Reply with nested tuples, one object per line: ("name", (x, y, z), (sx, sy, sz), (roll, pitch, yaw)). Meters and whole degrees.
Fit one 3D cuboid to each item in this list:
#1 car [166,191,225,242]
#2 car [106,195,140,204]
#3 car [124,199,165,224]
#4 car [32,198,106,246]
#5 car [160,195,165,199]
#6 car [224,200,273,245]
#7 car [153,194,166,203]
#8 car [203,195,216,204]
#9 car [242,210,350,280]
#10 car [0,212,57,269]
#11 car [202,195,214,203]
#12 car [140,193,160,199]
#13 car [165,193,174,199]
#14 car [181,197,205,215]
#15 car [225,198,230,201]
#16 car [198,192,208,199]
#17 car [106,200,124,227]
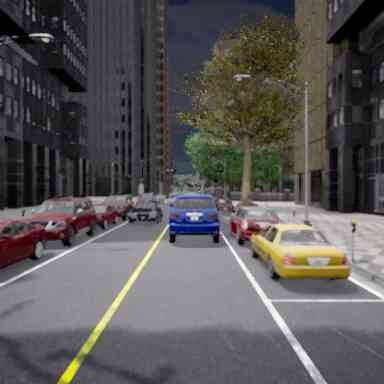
("car", (0.106, 1.122, 15.789), (2.150, 2.045, 5.566), (0, 0, 0))
("car", (-5.749, 1.153, 25.957), (2.192, 1.841, 5.009), (0, 0, 0))
("car", (-3.089, 1.421, 22.938), (1.994, 1.385, 4.181), (0, 0, 0))
("car", (-5.754, 1.221, 14.932), (2.192, 1.841, 5.009), (0, 0, 0))
("car", (-5.736, 1.223, 53.521), (2.008, 1.369, 4.403), (0, 0, 0))
("car", (2.771, 1.346, 14.934), (1.967, 1.590, 4.097), (0, 0, 0))
("car", (-5.734, 1.166, 58.863), (1.752, 1.417, 4.829), (0, 0, 0))
("car", (2.789, 1.238, 53.526), (1.947, 1.339, 4.313), (0, 0, 0))
("car", (2.768, 1.465, 9.592), (1.752, 1.417, 4.829), (0, 0, 0))
("car", (-5.757, 1.485, 9.421), (1.887, 1.381, 4.507), (0, 0, 0))
("car", (2.791, 1.190, 59.039), (2.008, 1.369, 4.403), (0, 0, 0))
("car", (-5.741, 1.053, 42.494), (2.192, 1.841, 5.009), (0, 0, 0))
("car", (-5.722, 1.059, 85.698), (1.947, 1.339, 4.313), (0, 0, 0))
("car", (0.113, 1.291, 32.214), (2.128, 1.511, 4.902), (0, 0, 0))
("car", (3.016, 1.326, 32.256), (1.812, 1.442, 4.674), (0, 0, 0))
("car", (2.803, 0.808, 85.702), (2.192, 1.841, 5.009), (0, 0, 0))
("car", (-5.752, 1.417, 20.446), (1.887, 1.381, 4.507), (0, 0, 0))
